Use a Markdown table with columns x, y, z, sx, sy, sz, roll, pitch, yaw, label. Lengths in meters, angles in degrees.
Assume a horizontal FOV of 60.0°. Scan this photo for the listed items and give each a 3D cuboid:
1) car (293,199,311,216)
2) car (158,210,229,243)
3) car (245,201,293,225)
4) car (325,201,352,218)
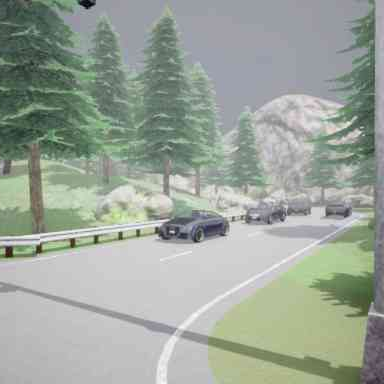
| x | y | z | sx | sy | sz | roll | pitch | yaw | label |
| --- | --- | --- | --- | --- | --- | --- | --- | --- | --- |
| 10.863 | 1.537 | 33.510 | 1.837 | 1.490 | 4.892 | 0 | 0 | 26 | car |
| 0.194 | 1.581 | 16.404 | 1.994 | 1.385 | 4.181 | 0 | 0 | 33 | car |
| 5.565 | 1.516 | 24.773 | 2.128 | 1.511 | 4.902 | 0 | 0 | 33 | car |
| 13.516 | 1.581 | 30.639 | 2.128 | 1.511 | 4.902 | 0 | -1 | 30 | car |
